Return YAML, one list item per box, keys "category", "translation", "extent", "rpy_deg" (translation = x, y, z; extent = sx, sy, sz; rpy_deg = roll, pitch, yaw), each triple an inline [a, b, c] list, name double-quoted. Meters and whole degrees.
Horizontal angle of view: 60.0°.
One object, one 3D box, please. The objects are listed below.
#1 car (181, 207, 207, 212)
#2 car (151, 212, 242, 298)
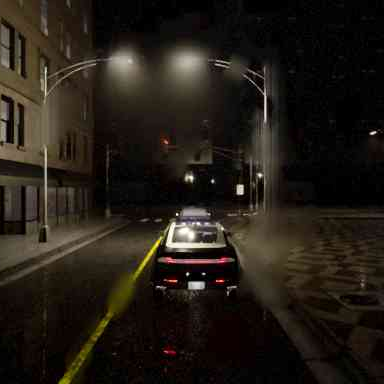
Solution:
- category: "car"
  translation: [0.096, 1.547, 18.612]
  extent: [2.033, 1.411, 5.357]
  rpy_deg: [0, 0, -2]
- category: "car"
  translation: [0.088, 1.491, 8.501]
  extent: [2.128, 1.511, 4.902]
  rpy_deg: [0, 0, 0]
